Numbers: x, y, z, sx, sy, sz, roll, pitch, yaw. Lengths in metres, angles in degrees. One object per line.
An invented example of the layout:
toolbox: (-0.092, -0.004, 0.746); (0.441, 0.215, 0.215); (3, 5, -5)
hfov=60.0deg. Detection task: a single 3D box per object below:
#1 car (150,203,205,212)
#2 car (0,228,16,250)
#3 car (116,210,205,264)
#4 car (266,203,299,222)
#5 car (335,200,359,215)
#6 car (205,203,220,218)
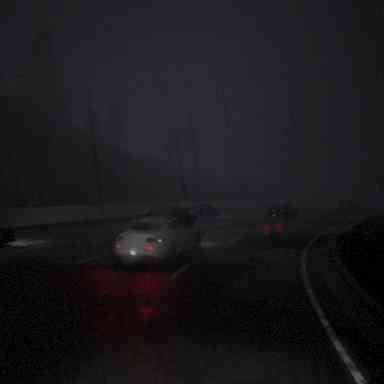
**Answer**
car: (-1.228, 1.624, 20.674); (1.882, 1.535, 5.008); (0, -1, 26)
car: (-8.820, 1.570, 11.606); (2.033, 1.411, 5.357); (0, 0, 15)
car: (-1.096, 1.610, 12.221); (1.812, 1.442, 4.674); (0, 0, 17)
car: (8.185, 1.776, 29.819); (2.128, 1.511, 4.902); (0, -1, 32)
car: (18.500, 1.788, 39.593); (2.097, 1.767, 4.553); (0, 0, 32)
car: (0.962, 1.770, 31.547); (1.812, 1.442, 4.674); (0, -1, 32)
